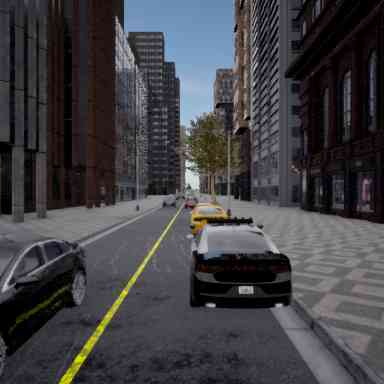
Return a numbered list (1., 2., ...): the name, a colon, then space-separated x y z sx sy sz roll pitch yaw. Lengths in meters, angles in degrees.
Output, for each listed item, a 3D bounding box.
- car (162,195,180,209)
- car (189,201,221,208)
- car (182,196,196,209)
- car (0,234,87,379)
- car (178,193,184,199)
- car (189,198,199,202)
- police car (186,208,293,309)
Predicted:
1. car: -3.103 1.504 46.458 1.837 1.490 4.892 0 0 0
2. car: 0.897 1.478 18.005 1.882 1.535 5.008 0 0 0
3. car: 0.013 1.563 45.951 1.994 1.385 4.181 0 0 1
4. car: -3.101 1.491 5.110 2.128 1.511 4.902 0 0 0
5. car: -3.011 1.214 91.348 2.150 2.045 5.566 0 0 0
6. car: 0.896 1.455 24.196 1.801 1.575 5.366 0 0 0
7. police car: 0.899 1.425 8.115 1.930 1.638 5.238 0 0 0
